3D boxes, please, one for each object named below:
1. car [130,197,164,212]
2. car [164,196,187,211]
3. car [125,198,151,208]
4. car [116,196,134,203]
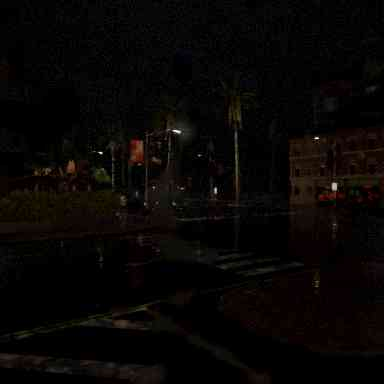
[{"bbox_3d":[-5.573,1.352,38.829,2.097,1.767,4.553,0,0,-35],"label":"car"},{"bbox_3d":[-2.538,1.351,40.602,2.097,1.767,4.553,0,0,-35],"label":"car"},{"bbox_3d":[-7.829,1.601,48.140,1.895,1.301,4.718,0,0,-35],"label":"car"},{"bbox_3d":[-13.873,1.522,68.696,1.812,1.442,4.674,0,0,-39],"label":"car"}]
